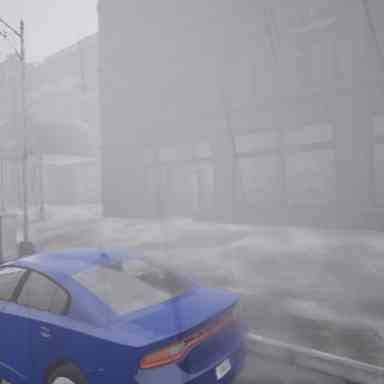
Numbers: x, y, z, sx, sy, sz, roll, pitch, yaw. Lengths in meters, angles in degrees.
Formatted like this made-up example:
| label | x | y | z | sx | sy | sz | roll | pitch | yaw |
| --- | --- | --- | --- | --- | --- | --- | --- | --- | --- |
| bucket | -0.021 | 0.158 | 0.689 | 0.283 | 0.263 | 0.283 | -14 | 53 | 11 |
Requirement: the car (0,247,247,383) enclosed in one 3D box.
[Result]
| label | x | y | z | sx | sy | sz | roll | pitch | yaw |
| --- | --- | --- | --- | --- | --- | --- | --- | --- | --- |
| car | -1.739 | 1.518 | 4.520 | 5.008 | 1.535 | 2.097 | -1 | 0 | 35 |
